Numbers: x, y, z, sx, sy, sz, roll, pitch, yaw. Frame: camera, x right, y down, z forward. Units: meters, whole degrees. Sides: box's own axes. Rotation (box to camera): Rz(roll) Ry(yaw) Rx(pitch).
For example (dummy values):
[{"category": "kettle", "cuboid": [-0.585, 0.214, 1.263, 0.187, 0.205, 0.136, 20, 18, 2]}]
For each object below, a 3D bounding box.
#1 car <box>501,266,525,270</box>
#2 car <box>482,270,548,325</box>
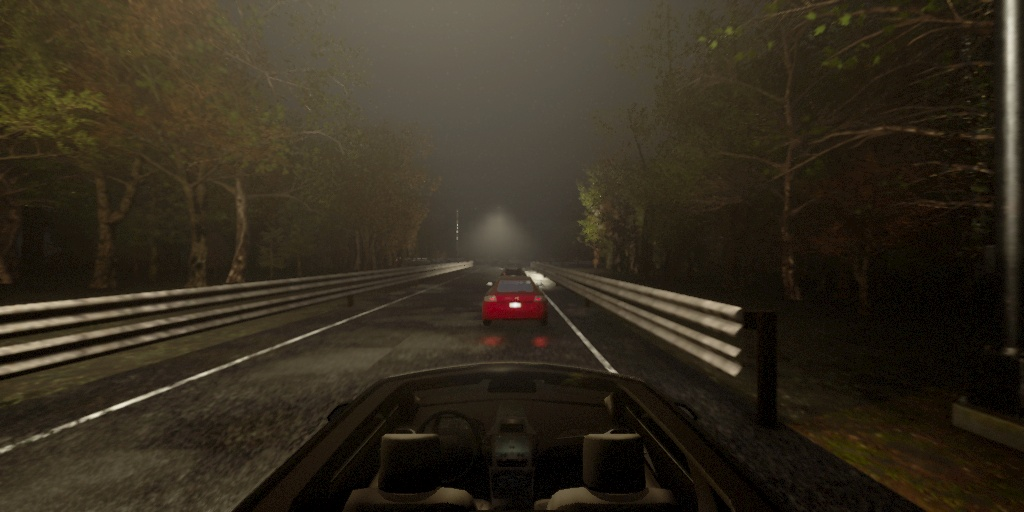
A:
[{"category": "car", "cuboid": [0.098, 1.422, 27.787, 1.994, 1.385, 4.181, 0, 0, 0]}, {"category": "car", "cuboid": [0.096, 1.358, 12.107, 1.994, 1.385, 4.181, 0, 0, 0]}]
